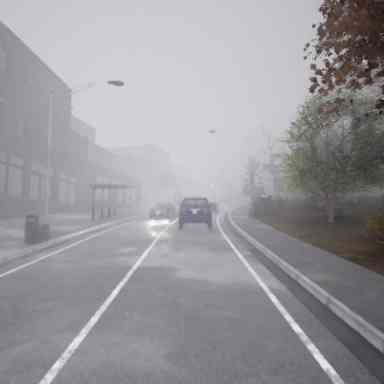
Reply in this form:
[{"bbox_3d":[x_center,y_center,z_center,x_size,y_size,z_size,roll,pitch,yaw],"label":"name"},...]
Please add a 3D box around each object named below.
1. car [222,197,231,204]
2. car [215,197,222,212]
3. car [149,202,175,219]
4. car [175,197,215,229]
[{"bbox_3d":[6.973,1.841,71.723,1.837,1.490,4.892,-2,-1,22],"label":"car"},{"bbox_3d":[2.265,1.682,41.470,1.882,1.535,5.008,-1,0,9],"label":"car"},{"bbox_3d":[-2.759,1.697,31.746,2.128,1.511,4.902,-1,0,6],"label":"car"},{"bbox_3d":[0.294,1.352,23.062,2.150,2.045,5.566,0,0,2],"label":"car"}]
